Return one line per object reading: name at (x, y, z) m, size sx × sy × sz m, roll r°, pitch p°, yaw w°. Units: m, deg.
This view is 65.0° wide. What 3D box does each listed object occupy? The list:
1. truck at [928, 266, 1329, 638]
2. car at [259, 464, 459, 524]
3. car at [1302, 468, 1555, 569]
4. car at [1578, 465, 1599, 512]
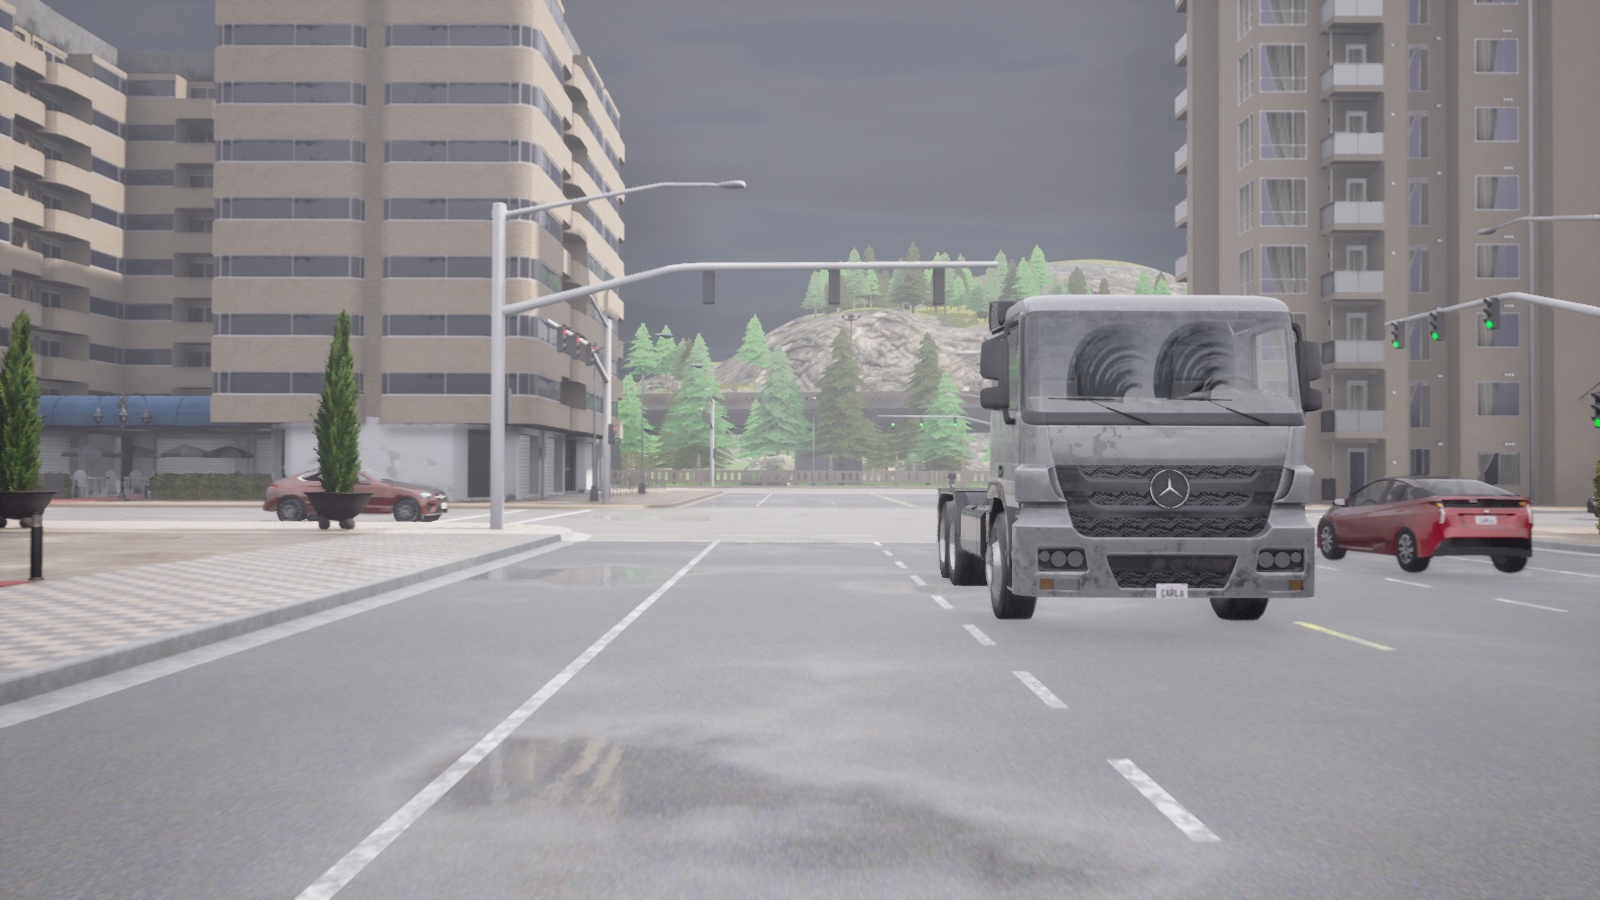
truck at (3.460, 0.081, 15.667) m, size 2.891 × 3.462 × 7.936 m, roll 0°, pitch -1°, yaw 0°
car at (-12.713, 1.254, 36.437) m, size 5.027 × 1.651 × 2.152 m, roll 0°, pitch -1°, yaw 1°
car at (10.450, 1.077, 21.329) m, size 2.007 × 1.525 × 4.514 m, roll 0°, pitch -1°, yaw 0°
car at (29.308, 1.317, 43.117) m, size 3.988 × 1.617 × 1.851 m, roll 0°, pitch -1°, yaw 0°
